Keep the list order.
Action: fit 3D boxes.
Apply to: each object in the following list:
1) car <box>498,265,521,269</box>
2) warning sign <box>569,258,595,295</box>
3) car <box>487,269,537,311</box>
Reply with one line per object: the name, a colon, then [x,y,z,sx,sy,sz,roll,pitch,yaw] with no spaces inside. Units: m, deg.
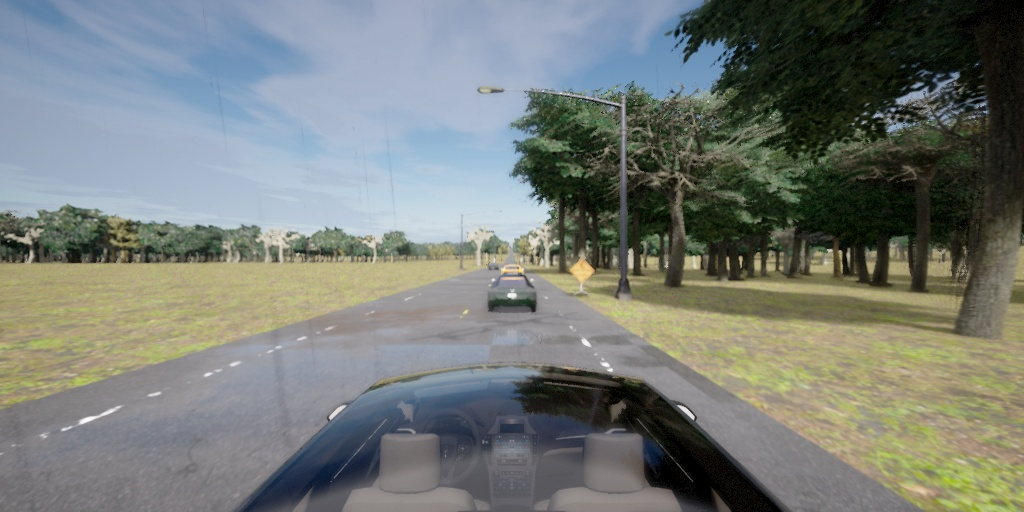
car: [0.053,1.522,31.095,1.882,1.535,5.008,0,0,1]
warning sign: [3.566,1.029,18.478,1.300,1.860,1.060,0,0,0]
car: [0.029,1.446,15.319,1.994,1.385,4.181,0,0,1]
